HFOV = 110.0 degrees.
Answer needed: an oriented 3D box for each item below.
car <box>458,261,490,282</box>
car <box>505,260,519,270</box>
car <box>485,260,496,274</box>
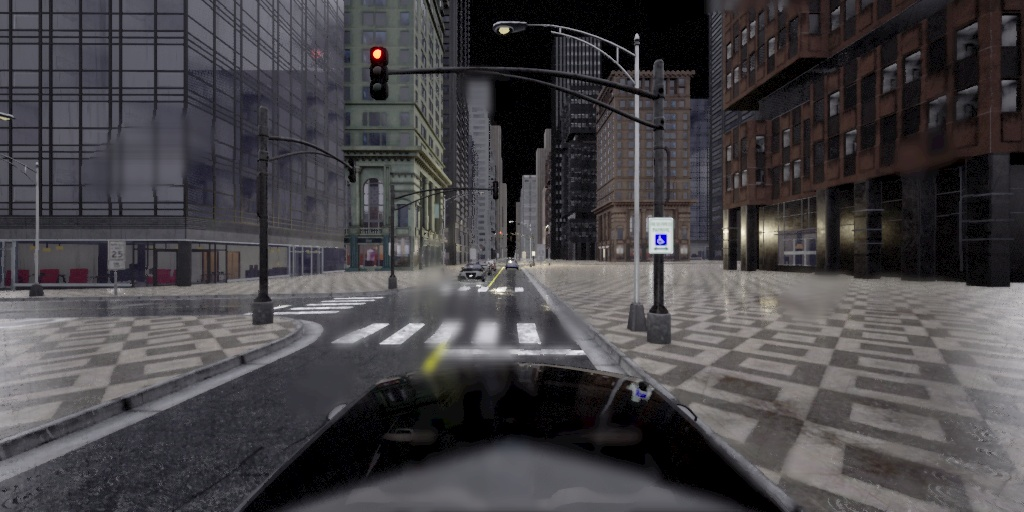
[{"bbox_3d":[-3.111,1.314,28.981,1.994,1.385,4.181,0,0,0],"label":"car"},{"bbox_3d":[-0.015,1.325,53.394,1.994,1.385,4.181,0,0,0],"label":"car"},{"bbox_3d":[-3.105,1.244,37.952,2.128,1.511,4.902,0,0,0],"label":"car"}]
